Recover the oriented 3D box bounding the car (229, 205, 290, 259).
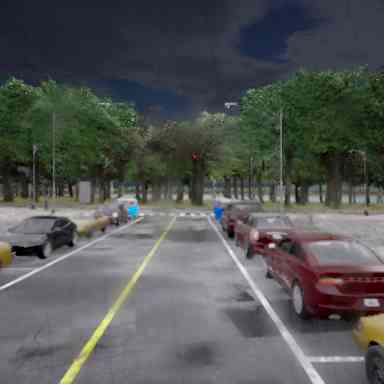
[{"bbox_3d":[2.753,1.485,12.785,1.967,1.590,4.097,0,0,0],"label":"car"}]

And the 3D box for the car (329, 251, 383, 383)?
[{"bbox_3d":[2.761,1.532,2.080,1.752,1.417,4.829,0,0,0],"label":"car"}]

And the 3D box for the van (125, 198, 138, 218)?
[{"bbox_3d":[-5.785,1.452,29.092,1.690,1.788,3.998,0,0,0],"label":"van"}]

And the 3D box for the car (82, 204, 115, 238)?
[{"bbox_3d":[-5.776,1.594,18.046,1.752,1.417,4.829,0,0,0],"label":"car"}]

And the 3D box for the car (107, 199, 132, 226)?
[{"bbox_3d":[-5.781,1.530,23.653,1.967,1.590,4.097,0,0,0],"label":"car"}]

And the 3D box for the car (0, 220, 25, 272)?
[{"bbox_3d":[-5.768,1.554,7.171,1.752,1.417,4.829,0,0,0],"label":"car"}]

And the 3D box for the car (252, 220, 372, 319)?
[{"bbox_3d":[2.757,1.570,7.347,1.887,1.381,4.507,0,0,0],"label":"car"}]

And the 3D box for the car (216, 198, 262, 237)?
[{"bbox_3d":[2.748,1.380,18.223,2.192,1.841,5.009,0,0,0],"label":"car"}]

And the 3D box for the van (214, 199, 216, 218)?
[{"bbox_3d":[2.744,1.427,23.660,1.690,1.788,3.998,0,0,0],"label":"van"}]

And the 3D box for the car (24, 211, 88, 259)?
[{"bbox_3d":[-5.772,1.615,12.778,1.947,1.339,4.313,0,0,0],"label":"car"}]
